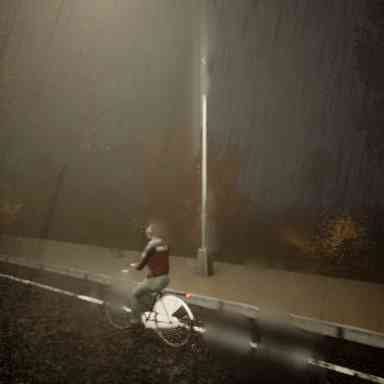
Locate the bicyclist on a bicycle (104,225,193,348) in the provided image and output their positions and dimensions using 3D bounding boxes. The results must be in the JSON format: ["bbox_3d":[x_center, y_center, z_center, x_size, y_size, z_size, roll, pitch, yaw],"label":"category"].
[{"bbox_3d":[-0.754,1.388,5.159,1.843,1.776,0.659,0,0,35],"label":"bicyclist on a bicycle"}]
